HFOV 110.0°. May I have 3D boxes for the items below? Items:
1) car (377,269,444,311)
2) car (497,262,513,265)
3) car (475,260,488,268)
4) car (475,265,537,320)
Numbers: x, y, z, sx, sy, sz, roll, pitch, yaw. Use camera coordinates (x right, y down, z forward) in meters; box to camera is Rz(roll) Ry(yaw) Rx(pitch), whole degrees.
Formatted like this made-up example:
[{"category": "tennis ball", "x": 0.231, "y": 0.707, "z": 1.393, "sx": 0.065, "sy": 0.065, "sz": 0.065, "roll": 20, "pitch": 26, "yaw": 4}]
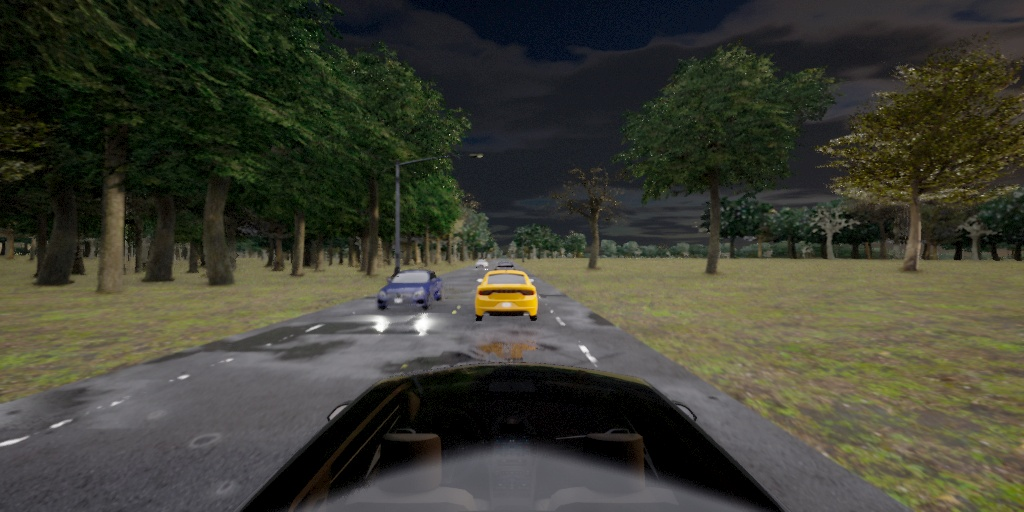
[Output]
[{"category": "car", "x": -3.958, "y": 1.282, "z": 14.697, "sx": 1.812, "sy": 1.442, "sz": 4.674, "roll": 0, "pitch": 0, "yaw": -1}, {"category": "car", "x": -0.641, "y": 1.258, "z": 33.234, "sx": 2.128, "sy": 1.511, "sz": 4.902, "roll": 0, "pitch": 0, "yaw": -1}, {"category": "car", "x": -4.797, "y": 1.288, "z": 57.317, "sx": 1.812, "sy": 1.442, "sz": 4.674, "roll": 0, "pitch": 0, "yaw": -1}, {"category": "car", "x": -0.213, "y": 1.236, "z": 12.675, "sx": 1.882, "sy": 1.535, "sz": 5.008, "roll": 0, "pitch": 0, "yaw": -1}]
